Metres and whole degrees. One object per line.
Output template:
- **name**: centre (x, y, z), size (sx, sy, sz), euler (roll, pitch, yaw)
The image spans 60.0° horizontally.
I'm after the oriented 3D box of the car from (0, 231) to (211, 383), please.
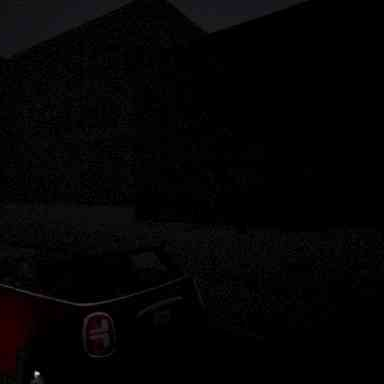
- **car**: centre (-2.051, 1.356, 4.787), size (4.553, 1.767, 2.185), euler (0, -1, 35)
